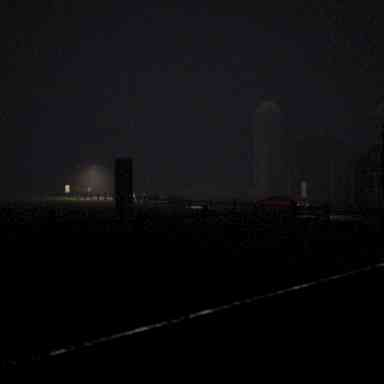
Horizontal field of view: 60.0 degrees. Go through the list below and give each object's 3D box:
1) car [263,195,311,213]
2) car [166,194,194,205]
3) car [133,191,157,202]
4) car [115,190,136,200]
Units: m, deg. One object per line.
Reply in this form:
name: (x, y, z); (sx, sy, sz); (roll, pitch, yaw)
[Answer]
car: (8.684, 1.116, 30.934); (2.097, 1.767, 4.553); (-1, 1, -36)
car: (-1.703, 1.086, 45.337); (2.128, 1.511, 4.902); (-1, 1, -36)
car: (-7.983, 0.915, 58.940); (2.128, 1.511, 4.902); (-1, 1, -36)
car: (-13.320, 0.555, 66.293); (2.150, 2.045, 5.566); (-1, 1, -36)
